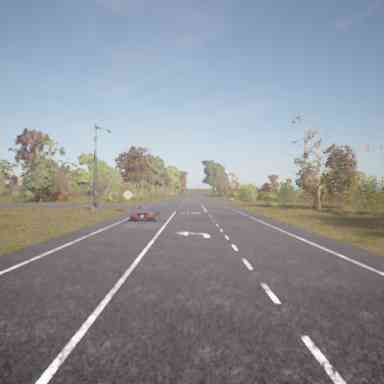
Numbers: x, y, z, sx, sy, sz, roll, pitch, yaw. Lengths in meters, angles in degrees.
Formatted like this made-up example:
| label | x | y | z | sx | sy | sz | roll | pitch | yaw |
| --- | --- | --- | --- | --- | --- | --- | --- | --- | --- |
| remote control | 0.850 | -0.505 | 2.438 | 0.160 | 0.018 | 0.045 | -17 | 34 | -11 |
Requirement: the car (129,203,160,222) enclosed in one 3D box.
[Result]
| label | x | y | z | sx | sy | sz | roll | pitch | yaw |
| --- | --- | --- | --- | --- | --- | --- | --- | --- | --- |
| car | -3.573 | 1.551 | 25.844 | 1.994 | 1.385 | 4.181 | 0 | 0 | 0 |
